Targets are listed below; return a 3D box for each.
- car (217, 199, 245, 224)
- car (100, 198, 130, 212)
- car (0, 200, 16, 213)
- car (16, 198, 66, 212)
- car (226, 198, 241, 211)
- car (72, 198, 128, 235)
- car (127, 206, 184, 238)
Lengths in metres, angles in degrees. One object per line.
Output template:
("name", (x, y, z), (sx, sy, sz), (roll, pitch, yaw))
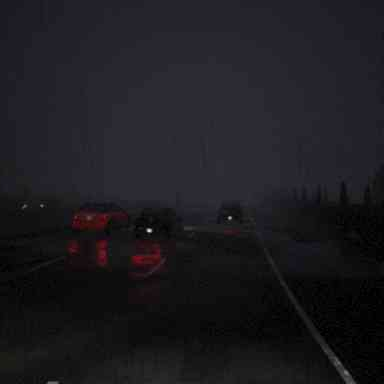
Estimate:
("car", (2.945, 1.532, 25.268), (1.837, 1.490, 4.892), (0, 0, 8))
("car", (-9.213, 1.513, 40.169), (1.882, 1.535, 5.008), (0, 0, 8))
("car", (-17.484, 1.512, 31.693), (2.033, 1.411, 5.357), (0, 0, 8))
("car", (-13.970, 1.327, 31.590), (2.097, 1.767, 4.553), (0, 0, 8))
("car", (5.309, 1.573, 42.301), (1.812, 1.442, 4.674), (0, 0, 8))
("car", (-4.967, 1.349, 19.094), (2.097, 1.767, 4.553), (0, 0, 8))
("car", (-1.633, 1.512, 17.654), (1.837, 1.490, 4.892), (0, 0, 8))
